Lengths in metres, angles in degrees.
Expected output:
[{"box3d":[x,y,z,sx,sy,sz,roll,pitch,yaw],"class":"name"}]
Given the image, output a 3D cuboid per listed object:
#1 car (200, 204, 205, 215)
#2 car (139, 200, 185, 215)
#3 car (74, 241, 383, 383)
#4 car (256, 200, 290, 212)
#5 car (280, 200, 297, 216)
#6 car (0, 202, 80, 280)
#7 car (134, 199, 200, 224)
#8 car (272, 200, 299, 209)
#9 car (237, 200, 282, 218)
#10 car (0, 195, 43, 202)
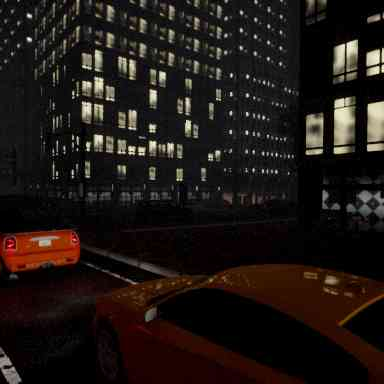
[{"box3d":[-0.694,1.699,35.370,4.674,1.442,1.812,1,0,-39],"class":"car"},{"box3d":[-3.272,1.647,36.619,4.829,1.417,1.752,1,0,-39],"class":"car"},{"box3d":[0.749,1.476,3.245,1.882,1.535,5.008,0,0,-40],"class":"car"},{"box3d":[10.919,1.807,44.823,4.892,1.490,1.837,1,0,-39],"class":"car"},{"box3d":[10.899,1.935,37.363,4.206,1.307,1.802,1,0,-39],"class":"car"},{"box3d":[-5.193,1.347,10.285,2.097,1.767,4.553,0,0,-40],"class":"car"},{"box3d":[-2.211,1.523,26.669,5.009,1.841,2.192,1,0,-39],"class":"car"},{"box3d":[14.336,1.881,50.979,4.313,1.339,1.947,1,0,-39],"class":"car"},{"box3d":[6.660,1.832,33.906,4.829,1.417,1.752,1,0,-39],"class":"car"},{"box3d":[-13.846,1.250,24.628,5.566,2.045,2.150,1,0,-39],"class":"car"}]
